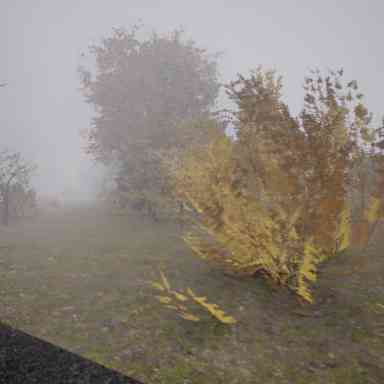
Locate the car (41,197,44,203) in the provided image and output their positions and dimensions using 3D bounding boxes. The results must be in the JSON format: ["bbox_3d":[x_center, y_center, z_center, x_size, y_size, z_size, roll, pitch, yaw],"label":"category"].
[{"bbox_3d":[-31.667,1.739,73.792,1.837,1.490,4.892,0,0,25],"label":"car"}]
